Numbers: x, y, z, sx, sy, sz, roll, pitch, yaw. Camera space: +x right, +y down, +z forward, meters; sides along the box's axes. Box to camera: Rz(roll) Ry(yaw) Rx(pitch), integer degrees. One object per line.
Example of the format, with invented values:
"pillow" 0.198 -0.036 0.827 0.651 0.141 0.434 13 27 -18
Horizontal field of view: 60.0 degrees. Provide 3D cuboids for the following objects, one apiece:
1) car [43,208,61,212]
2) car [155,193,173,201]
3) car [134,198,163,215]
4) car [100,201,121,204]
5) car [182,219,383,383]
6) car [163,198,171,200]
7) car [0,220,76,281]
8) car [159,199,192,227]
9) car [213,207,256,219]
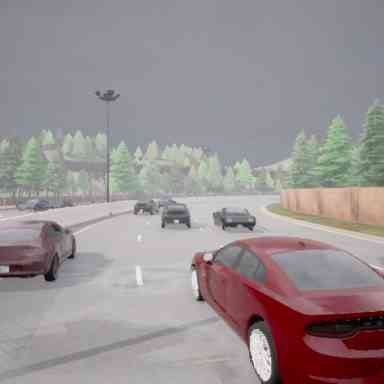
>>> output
"car" -14.876 1.563 37.066 1.994 1.385 4.181 0 0 5
"car" -6.563 1.041 77.762 2.097 1.767 4.553 0 0 27
"car" -4.571 1.504 33.863 1.837 1.490 4.892 0 0 5
"car" -10.743 1.546 42.758 2.033 1.411 5.357 0 0 9
"car" 1.355 1.478 5.510 1.882 1.535 5.008 0 0 -14
"car" -3.331 1.546 44.227 2.033 1.411 5.357 0 0 12
"car" -4.570 1.526 9.525 1.812 1.442 4.674 0 0 -10
"car" -1.084 1.506 22.720 1.837 1.490 4.892 0 1 -3
"car" 2.483 1.600 20.696 1.895 1.301 4.718 0 0 -5
